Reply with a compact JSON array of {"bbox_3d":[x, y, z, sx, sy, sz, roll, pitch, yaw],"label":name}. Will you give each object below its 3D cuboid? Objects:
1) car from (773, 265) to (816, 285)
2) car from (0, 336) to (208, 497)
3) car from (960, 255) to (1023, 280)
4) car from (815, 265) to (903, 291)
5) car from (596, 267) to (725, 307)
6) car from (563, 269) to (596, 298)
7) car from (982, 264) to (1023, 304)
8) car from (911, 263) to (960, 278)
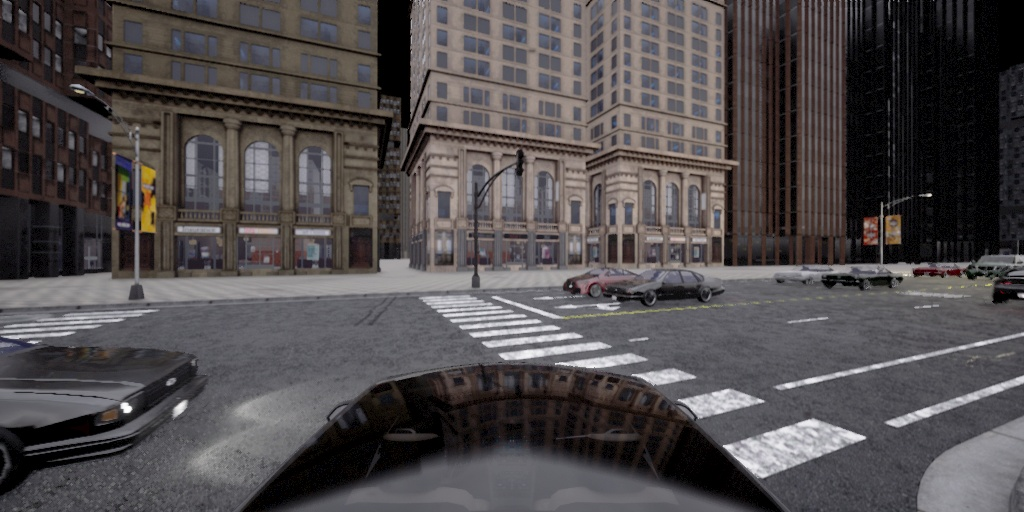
[{"bbox_3d":[20.034,1.255,24.264,4.718,1.301,1.895,0,0,-22],"label":"car"},{"bbox_3d":[-6.156,1.308,2.987,5.357,1.411,2.033,0,0,-22],"label":"car"},{"bbox_3d":[38.147,0.927,28.013,5.566,2.045,2.150,0,0,-22],"label":"car"},{"bbox_3d":[20.340,1.259,20.881,4.718,1.301,1.895,0,0,-22],"label":"car"},{"bbox_3d":[6.533,1.249,15.272,5.357,1.411,2.033,0,0,-22],"label":"car"},{"bbox_3d":[4.673,1.267,18.020,4.181,1.385,1.994,0,0,-22],"label":"car"},{"bbox_3d":[20.986,1.192,14.021,4.892,1.490,1.837,0,0,-22],"label":"car"},{"bbox_3d":[36.923,1.277,31.024,4.718,1.301,1.895,0,0,-22],"label":"car"}]
